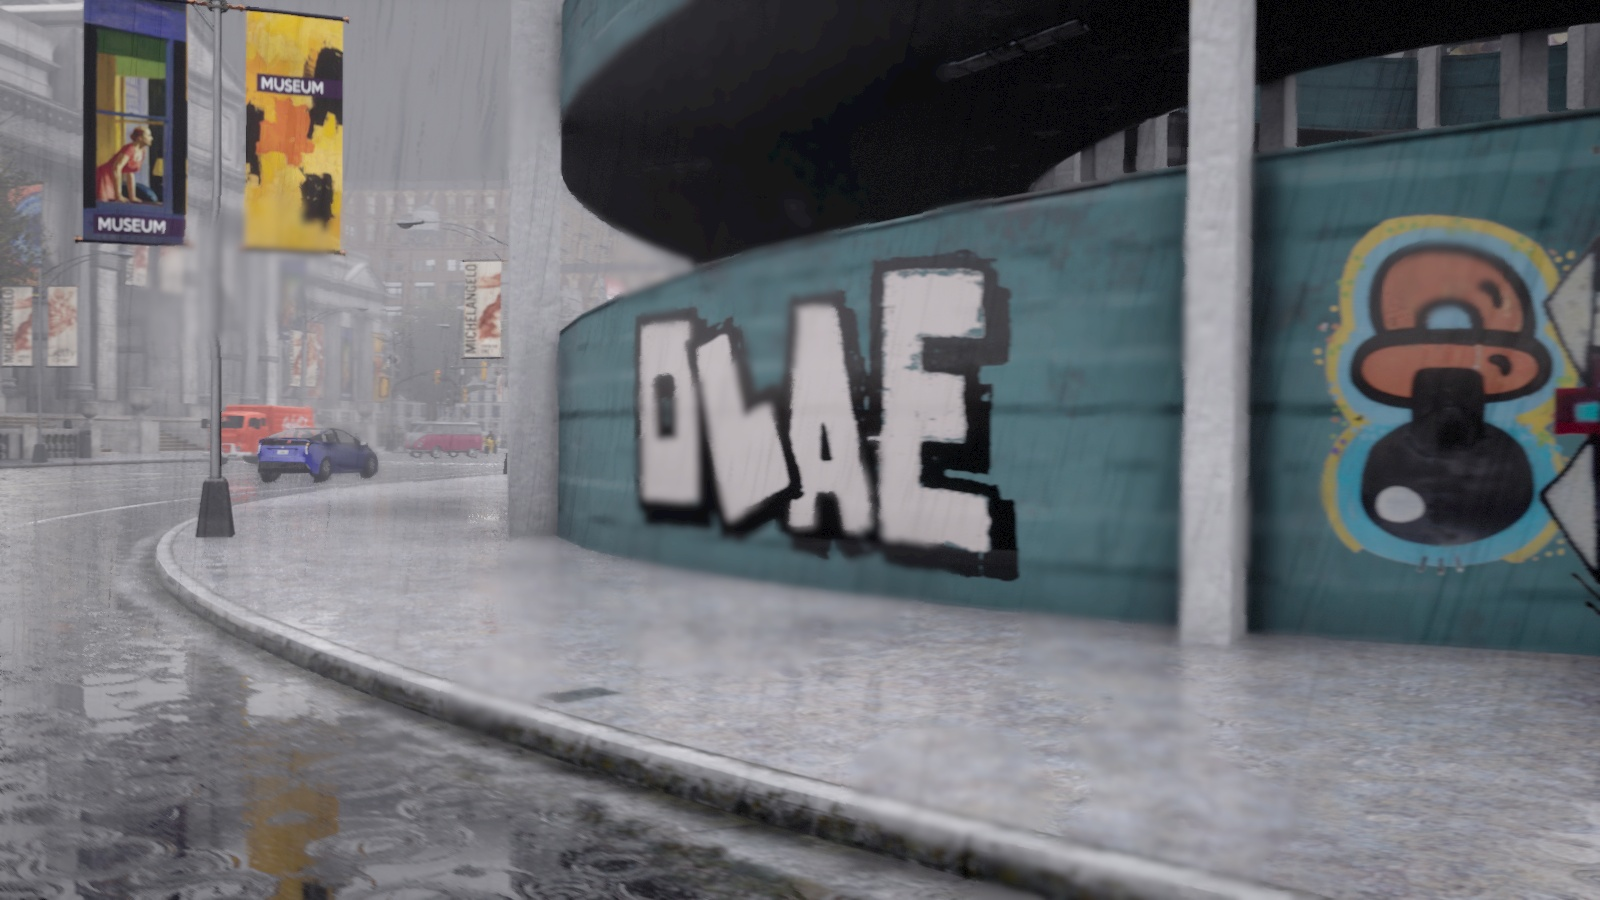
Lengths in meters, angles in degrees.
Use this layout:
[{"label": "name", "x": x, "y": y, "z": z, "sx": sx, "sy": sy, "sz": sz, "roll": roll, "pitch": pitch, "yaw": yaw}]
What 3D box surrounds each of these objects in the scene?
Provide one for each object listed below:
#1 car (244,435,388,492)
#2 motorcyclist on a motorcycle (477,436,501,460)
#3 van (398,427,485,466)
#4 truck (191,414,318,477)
[{"label": "car", "x": -13.743, "y": 0.342, "z": 35.972, "sx": 2.007, "sy": 1.525, "sz": 4.514, "roll": 0, "pitch": 1, "yaw": 6}, {"label": "motorcyclist on a motorcycle", "x": -19.713, "y": -0.121, "z": 79.652, "sx": 0.797, "sy": 1.523, "sz": 2.044, "roll": 0, "pitch": 1, "yaw": 6}, {"label": "van", "x": -19.146, "y": -0.199, "z": 67.217, "sx": 1.775, "sy": 1.987, "sz": 4.442, "roll": 0, "pitch": 1, "yaw": 31}, {"label": "truck", "x": -22.608, "y": -0.223, "z": 52.330, "sx": 2.627, "sy": 2.467, "sz": 5.204, "roll": 0, "pitch": 1, "yaw": 6}]
